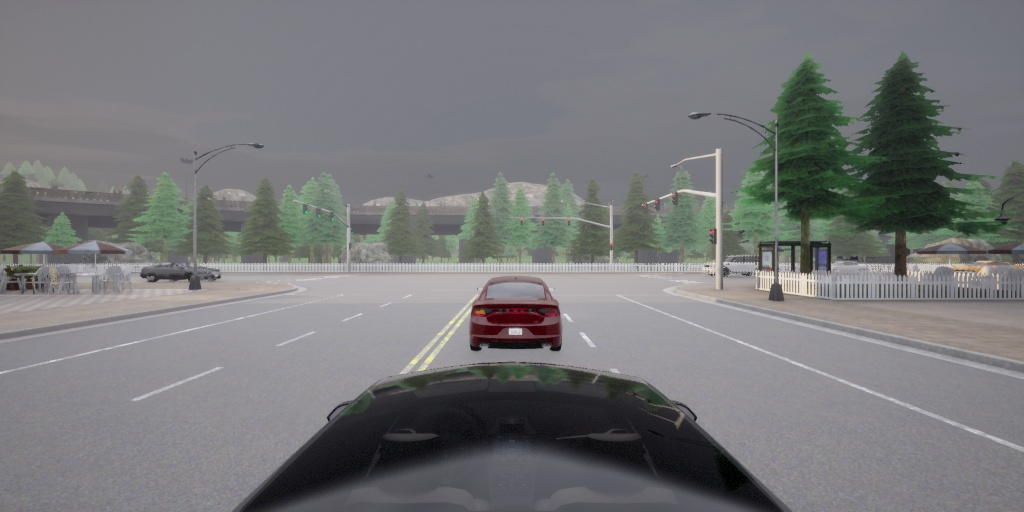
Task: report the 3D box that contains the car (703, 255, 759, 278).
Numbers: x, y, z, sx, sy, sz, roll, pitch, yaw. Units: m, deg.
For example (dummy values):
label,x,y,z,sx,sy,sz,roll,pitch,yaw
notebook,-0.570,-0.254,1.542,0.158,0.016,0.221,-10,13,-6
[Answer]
label,x,y,z,sx,sy,sz,roll,pitch,yaw
car,20.764,0.915,33.191,5.566,2.045,2.150,0,0,0

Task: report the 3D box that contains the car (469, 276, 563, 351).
label,x,y,z,sx,sy,sz,roll,pitch,yaw
car,0.100,1.228,9.014,1.882,1.535,5.008,0,0,1

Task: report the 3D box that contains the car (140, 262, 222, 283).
label,x,y,z,sx,sy,sz,roll,pitch,yaw
car,-24.146,1.185,26.259,4.902,1.511,2.128,0,0,-2

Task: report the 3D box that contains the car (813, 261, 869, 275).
label,x,y,z,sx,sy,sz,roll,pitch,yaw
car,33.375,1.220,36.413,4.674,1.442,1.812,0,0,3

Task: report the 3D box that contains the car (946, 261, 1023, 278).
label,x,y,z,sx,sy,sz,roll,pitch,yaw
car,42.171,1.172,32.068,5.008,1.535,1.882,0,0,12
